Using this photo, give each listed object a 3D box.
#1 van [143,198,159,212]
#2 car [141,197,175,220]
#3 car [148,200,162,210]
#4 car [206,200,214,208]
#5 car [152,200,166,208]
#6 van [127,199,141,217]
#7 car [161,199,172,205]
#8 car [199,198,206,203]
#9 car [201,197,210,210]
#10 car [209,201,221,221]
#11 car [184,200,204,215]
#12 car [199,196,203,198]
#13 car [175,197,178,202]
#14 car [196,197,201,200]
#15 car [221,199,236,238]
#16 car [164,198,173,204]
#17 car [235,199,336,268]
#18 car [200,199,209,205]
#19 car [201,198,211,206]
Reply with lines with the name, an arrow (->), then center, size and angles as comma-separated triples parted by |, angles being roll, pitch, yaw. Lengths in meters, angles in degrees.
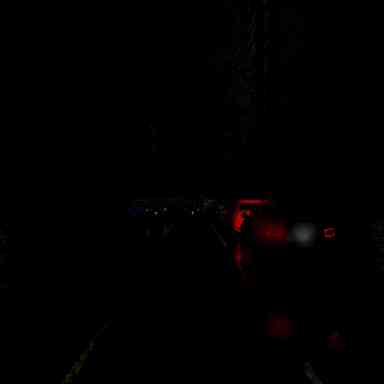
van -> -5.690, 1.739, 46.210 | 1.690, 1.788, 3.998 | 0, 0, 0
car -> -3.110, 1.493, 31.411 | 2.150, 2.045, 5.566 | 0, -1, 0
car -> -5.691, 1.970, 51.687 | 1.752, 1.417, 4.829 | 0, 0, 0
car -> 2.840, 1.852, 34.920 | 2.008, 1.369, 4.403 | 0, 0, 0
car -> -5.693, 2.061, 57.505 | 1.947, 1.339, 4.313 | 0, 0, 0
van -> -5.687, 1.642, 34.912 | 1.690, 1.788, 3.998 | 0, 0, 0
car -> -5.698, 2.209, 74.450 | 1.947, 1.339, 4.313 | 0, -1, 0
car -> 2.821, 2.337, 91.403 | 1.887, 1.381, 4.507 | 0, -1, 0
car -> 2.833, 1.887, 51.866 | 1.967, 1.590, 4.097 | 0, 0, 0
car -> 2.842, 1.804, 29.271 | 2.008, 1.369, 4.403 | 0, 0, 0
car -> 0.061, 1.925, 37.599 | 1.895, 1.301, 4.718 | 0, 0, 0
car -> 2.829, 1.985, 63.162 | 1.967, 1.590, 4.097 | 0, 0, 0
car -> -5.704, 2.343, 91.396 | 2.008, 1.369, 4.403 | 0, -1, 0
car -> 0.023, 1.924, 48.570 | 1.837, 1.490, 4.892 | 0, 0, 0
car -> 3.099, 1.385, 18.869 | 2.150, 2.045, 5.566 | 0, 0, 0
car -> -5.700, 2.237, 80.099 | 1.887, 1.381, 4.507 | 0, -1, 0
car -> 3.101, 1.333, 11.869 | 2.150, 2.045, 5.566 | 0, 0, 0
car -> 2.827, 2.188, 74.458 | 1.887, 1.381, 4.507 | 0, -1, 0
car -> 2.828, 2.034, 68.810 | 1.967, 1.590, 4.097 | 0, -1, 0
